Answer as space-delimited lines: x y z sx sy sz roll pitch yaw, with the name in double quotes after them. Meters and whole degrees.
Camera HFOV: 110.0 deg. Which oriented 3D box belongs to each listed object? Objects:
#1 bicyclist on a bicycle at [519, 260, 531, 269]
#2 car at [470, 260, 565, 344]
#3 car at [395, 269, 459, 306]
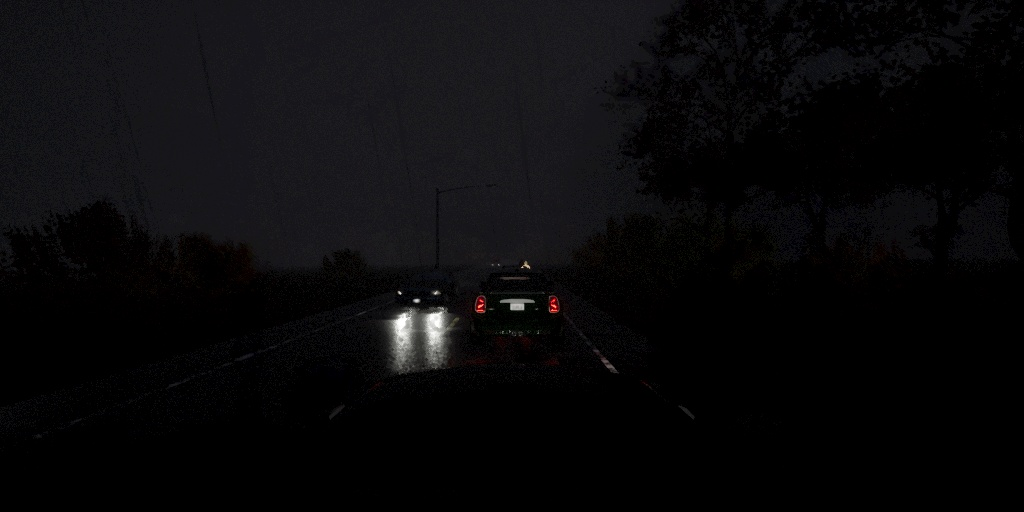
0.982 1.177 25.574 0.866 1.612 1.509 0 0 1 "bicyclist on a bicycle"
0.115 1.099 9.751 2.097 1.767 4.553 0 0 0 "car"
-3.571 1.292 16.086 2.033 1.411 5.357 0 0 0 "car"
